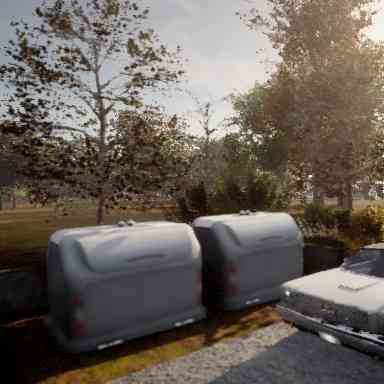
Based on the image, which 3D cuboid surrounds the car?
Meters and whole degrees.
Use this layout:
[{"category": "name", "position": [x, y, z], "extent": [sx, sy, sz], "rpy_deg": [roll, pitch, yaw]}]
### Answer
[{"category": "car", "position": [3.592, 1.605, 5.638], "extent": [4.718, 1.301, 1.895], "rpy_deg": [0, 0, -36]}]
